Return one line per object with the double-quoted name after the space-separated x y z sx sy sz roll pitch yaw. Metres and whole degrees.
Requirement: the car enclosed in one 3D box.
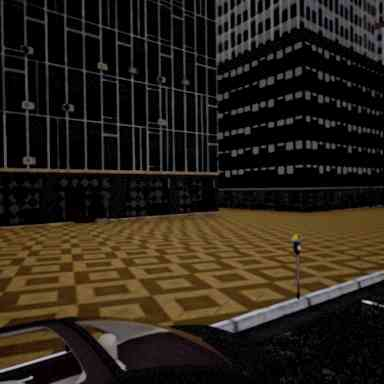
-1.308 1.550 1.582 4.403 1.369 2.008 0 -1 -37 "car"
